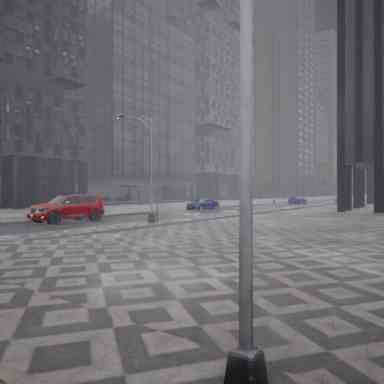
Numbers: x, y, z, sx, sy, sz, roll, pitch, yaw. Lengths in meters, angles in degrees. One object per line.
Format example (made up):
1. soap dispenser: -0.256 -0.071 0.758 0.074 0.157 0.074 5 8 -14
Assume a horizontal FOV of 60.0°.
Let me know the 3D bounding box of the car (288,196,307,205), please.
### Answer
1. car: 17.568 1.400 55.129 1.882 1.535 5.008 0 0 36

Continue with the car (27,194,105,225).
1. car: -8.977 1.199 24.235 2.150 2.045 5.566 0 0 36

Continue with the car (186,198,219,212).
1. car: 1.269 1.431 38.224 1.882 1.535 5.008 0 0 36
